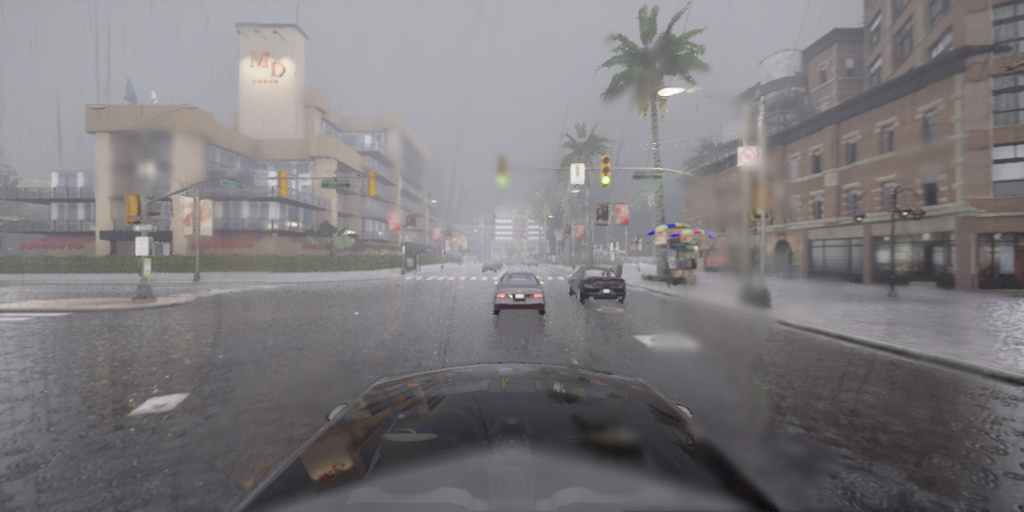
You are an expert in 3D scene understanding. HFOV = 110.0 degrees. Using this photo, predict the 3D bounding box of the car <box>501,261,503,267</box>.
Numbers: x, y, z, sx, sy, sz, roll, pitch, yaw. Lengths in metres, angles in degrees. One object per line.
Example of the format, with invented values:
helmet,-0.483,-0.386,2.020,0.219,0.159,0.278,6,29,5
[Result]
car,-2.780,1.524,57.563,1.895,1.301,4.718,0,0,1

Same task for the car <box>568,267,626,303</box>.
car,3.809,1.257,16.808,1.882,1.535,5.008,0,0,1

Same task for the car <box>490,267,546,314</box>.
car,0.273,1.332,13.939,2.033,1.411,5.357,0,0,1

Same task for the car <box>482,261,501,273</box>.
car,-2.902,1.443,47.870,2.033,1.411,5.357,0,0,1
